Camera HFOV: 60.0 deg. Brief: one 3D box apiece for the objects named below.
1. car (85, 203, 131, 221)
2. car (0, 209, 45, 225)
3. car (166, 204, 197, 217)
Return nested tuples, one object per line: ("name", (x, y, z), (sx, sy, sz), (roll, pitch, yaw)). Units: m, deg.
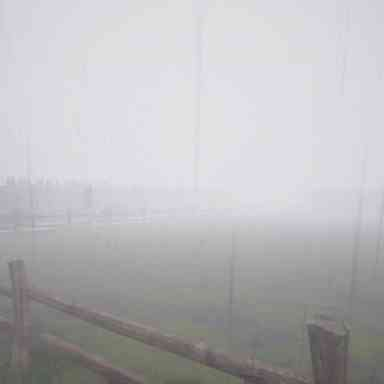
("car", (-8.300, 1.925, 33.082), (2.097, 1.767, 4.553), (-1, -2, 36))
("car", (-13.906, 1.954, 25.397), (1.895, 1.301, 4.718), (-1, -2, 37))
("car", (-1.273, 2.341, 42.768), (2.128, 1.511, 4.902), (-1, -2, 36))
